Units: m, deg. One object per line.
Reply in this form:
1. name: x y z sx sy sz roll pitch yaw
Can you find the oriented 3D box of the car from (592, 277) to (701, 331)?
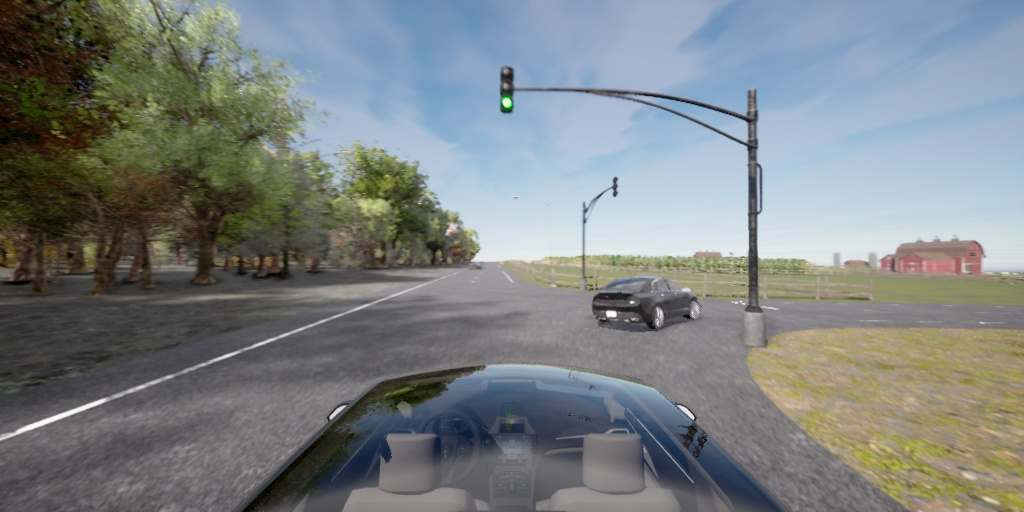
1. car: 4.550 1.439 11.879 4.892 1.490 1.837 1 -4 -44
